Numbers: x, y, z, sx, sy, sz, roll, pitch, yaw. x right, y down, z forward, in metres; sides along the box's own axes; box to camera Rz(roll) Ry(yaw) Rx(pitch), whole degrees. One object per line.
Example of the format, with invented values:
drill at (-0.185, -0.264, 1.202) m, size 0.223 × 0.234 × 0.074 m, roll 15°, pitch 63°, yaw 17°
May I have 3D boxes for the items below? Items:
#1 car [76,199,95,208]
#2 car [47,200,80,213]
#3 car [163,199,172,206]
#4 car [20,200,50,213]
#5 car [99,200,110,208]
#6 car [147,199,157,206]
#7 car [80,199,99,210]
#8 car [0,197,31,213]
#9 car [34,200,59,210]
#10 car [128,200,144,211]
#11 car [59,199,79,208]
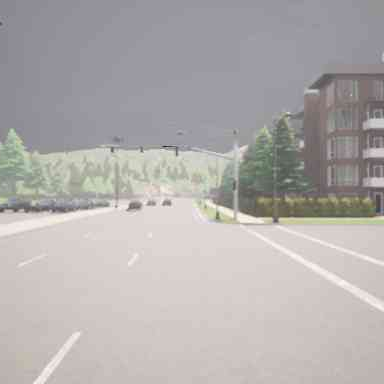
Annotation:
car at (-20.250, 2.170, 63.447) m, size 2.128 × 1.511 × 4.902 m, roll 0°, pitch -1°, yaw 0°
car at (-16.629, 2.059, 43.376) m, size 1.895 × 1.301 × 4.718 m, roll 0°, pitch -1°, yaw 0°
car at (-5.307, 2.313, 72.267) m, size 1.837 × 1.490 × 4.892 m, roll 0°, pitch -1°, yaw 0°
car at (-20.130, 2.055, 43.692) m, size 1.895 × 1.301 × 4.718 m, roll 0°, pitch -1°, yaw 0°
car at (-16.761, 2.239, 62.420) m, size 1.994 × 1.385 × 4.181 m, roll 0°, pitch -1°, yaw 0°
car at (-8.814, 2.340, 73.204) m, size 1.812 × 1.442 × 4.674 m, roll 0°, pitch -1°, yaw 0°
car at (-16.723, 2.066, 52.436) m, size 1.837 × 1.490 × 4.892 m, roll 0°, pitch -1°, yaw 0°
car at (-23.633, 1.681, 44.822) m, size 2.150 × 2.045 × 5.566 m, roll 0°, pitch -1°, yaw 0°
car at (-23.715, 2.073, 54.415) m, size 1.837 × 1.490 × 4.892 m, roll 0°, pitch -1°, yaw 0°
car at (-8.552, 2.067, 50.911) m, size 1.837 × 1.490 × 4.892 m, roll 0°, pitch -1°, yaw -1°
car at (-23.757, 2.193, 64.474) m, size 2.128 × 1.511 × 4.902 m, roll 0°, pitch -1°, yaw 0°
